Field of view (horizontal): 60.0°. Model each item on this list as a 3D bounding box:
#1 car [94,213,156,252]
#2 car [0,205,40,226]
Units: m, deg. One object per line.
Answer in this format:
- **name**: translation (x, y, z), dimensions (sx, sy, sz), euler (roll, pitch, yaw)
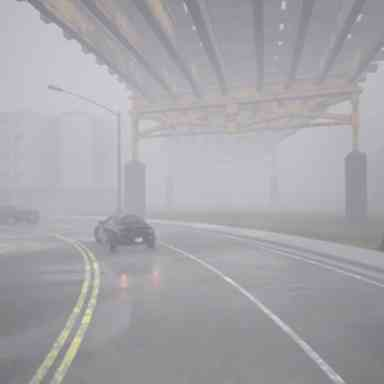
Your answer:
- **car**: translation (-3.050, 1.679, 14.790), dimensions (1.812, 1.442, 4.674), euler (0, 0, -26)
- **car**: translation (-14.217, 1.780, 26.127), dimensions (5.008, 1.535, 1.882), euler (0, -1, 27)
